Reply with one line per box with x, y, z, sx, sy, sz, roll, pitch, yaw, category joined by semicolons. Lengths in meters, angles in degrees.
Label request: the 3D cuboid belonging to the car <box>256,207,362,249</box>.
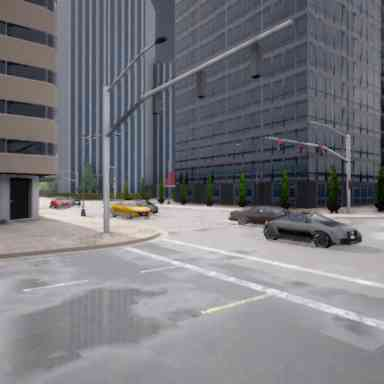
5.219;1.605;14.868;1.994;1.385;4.181;0;0;-37;car

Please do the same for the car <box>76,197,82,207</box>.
-19.369;1.575;53.950;2.128;1.511;4.902;0;0;-36;car

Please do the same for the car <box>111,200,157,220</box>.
-5.388;1.554;29.153;1.882;1.535;5.008;0;0;-37;car

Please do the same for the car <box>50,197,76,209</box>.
-18.470;1.429;46.807;2.097;1.767;4.553;0;0;-36;car

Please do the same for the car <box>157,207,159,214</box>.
-5.242;1.587;34.829;1.837;1.490;4.892;0;0;-37;car

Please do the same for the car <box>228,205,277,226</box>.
5.036;1.603;22.567;5.357;1.411;2.033;-1;-1;41;car
